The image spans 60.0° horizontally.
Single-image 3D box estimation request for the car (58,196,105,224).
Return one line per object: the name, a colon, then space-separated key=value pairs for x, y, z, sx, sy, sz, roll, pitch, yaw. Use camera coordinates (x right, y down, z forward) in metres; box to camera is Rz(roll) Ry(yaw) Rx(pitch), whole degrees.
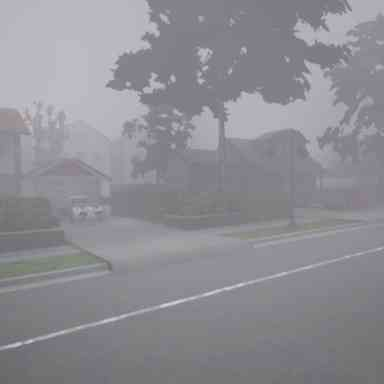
car: x=-6.653 y=0.990 z=19.885 sx=1.970 sy=1.475 sz=3.806 roll=-2 pitch=1 yaw=-35
